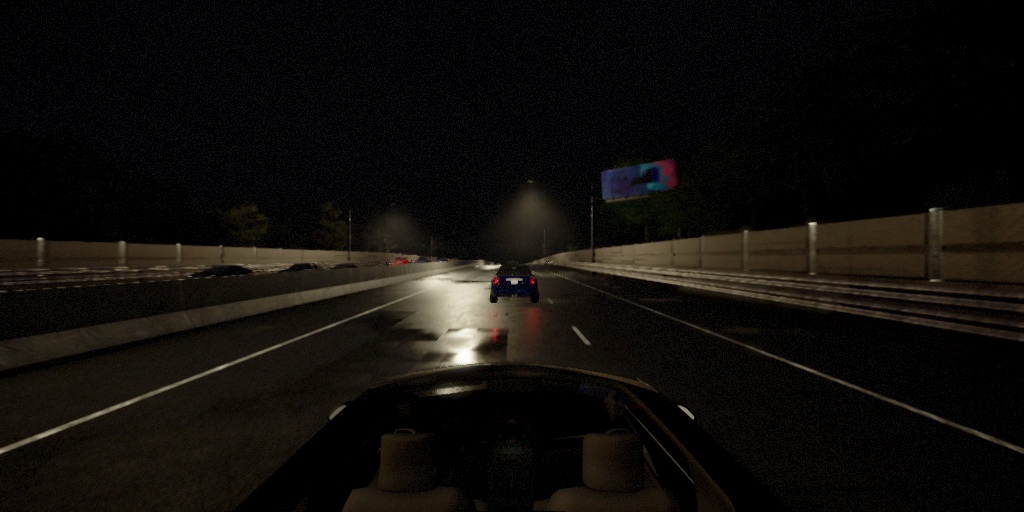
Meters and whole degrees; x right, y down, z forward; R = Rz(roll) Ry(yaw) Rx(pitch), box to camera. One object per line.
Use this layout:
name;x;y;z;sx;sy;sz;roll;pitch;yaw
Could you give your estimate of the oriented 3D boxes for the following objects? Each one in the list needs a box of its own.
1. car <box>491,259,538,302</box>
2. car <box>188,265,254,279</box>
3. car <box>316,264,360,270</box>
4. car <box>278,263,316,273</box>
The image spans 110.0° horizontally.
car;0.103;1.160;17.596;2.097;1.767;4.553;0;0;0
car;-21.080;1.372;26.259;1.812;1.442;4.674;0;0;0
car;-14.082;1.390;30.185;1.812;1.442;4.674;0;0;0
car;-17.583;1.369;30.179;1.837;1.490;4.892;0;0;0
